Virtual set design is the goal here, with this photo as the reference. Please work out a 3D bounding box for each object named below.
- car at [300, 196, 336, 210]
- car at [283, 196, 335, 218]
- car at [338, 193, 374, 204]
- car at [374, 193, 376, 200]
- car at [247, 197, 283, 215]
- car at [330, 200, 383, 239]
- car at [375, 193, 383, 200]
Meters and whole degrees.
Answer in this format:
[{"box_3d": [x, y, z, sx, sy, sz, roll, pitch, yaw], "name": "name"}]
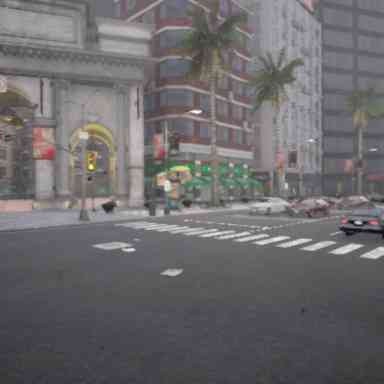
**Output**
[{"box_3d": [13.718, 1.137, 36.169, 1.895, 1.301, 4.718, 0, 1, 45], "name": "car"}, {"box_3d": [9.458, 1.186, 26.687, 1.812, 1.442, 4.674, 0, 1, 44], "name": "car"}, {"box_3d": [16.620, 1.068, 34.088, 1.812, 1.442, 4.674, 0, 1, 45], "name": "car"}, {"box_3d": [24.184, 0.874, 45.216, 4.902, 1.511, 2.128, -1, 1, -34], "name": "car"}, {"box_3d": [6.706, 1.177, 28.872, 1.812, 1.442, 4.674, 0, 1, 44], "name": "car"}, {"box_3d": [8.849, 1.326, 15.907, 5.357, 1.411, 2.033, -1, 1, -45], "name": "car"}, {"box_3d": [25.718, 1.008, 42.112, 4.718, 1.301, 1.895, -1, 1, -33], "name": "car"}]
